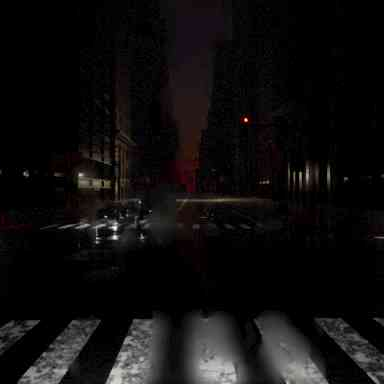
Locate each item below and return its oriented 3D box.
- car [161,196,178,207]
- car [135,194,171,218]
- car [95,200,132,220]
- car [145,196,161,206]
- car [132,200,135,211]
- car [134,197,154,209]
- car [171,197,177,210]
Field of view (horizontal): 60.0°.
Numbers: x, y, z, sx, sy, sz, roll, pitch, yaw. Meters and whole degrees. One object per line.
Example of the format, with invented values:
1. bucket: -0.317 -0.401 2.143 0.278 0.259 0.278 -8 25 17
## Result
1. car: -3.352 1.458 50.459 2.128 1.511 4.902 0 0 0
2. car: -3.361 1.207 29.943 2.150 2.045 5.566 0 0 0
3. car: -6.629 1.588 27.896 1.895 1.301 4.718 0 0 1
4. car: -6.582 1.503 57.075 2.033 1.411 5.357 0 0 0
5. car: -6.614 1.581 37.012 1.895 1.301 4.718 0 0 0
6. car: -6.610 1.463 46.420 2.128 1.511 4.902 0 0 0
7. car: -3.362 1.469 40.036 2.128 1.511 4.902 0 0 0
